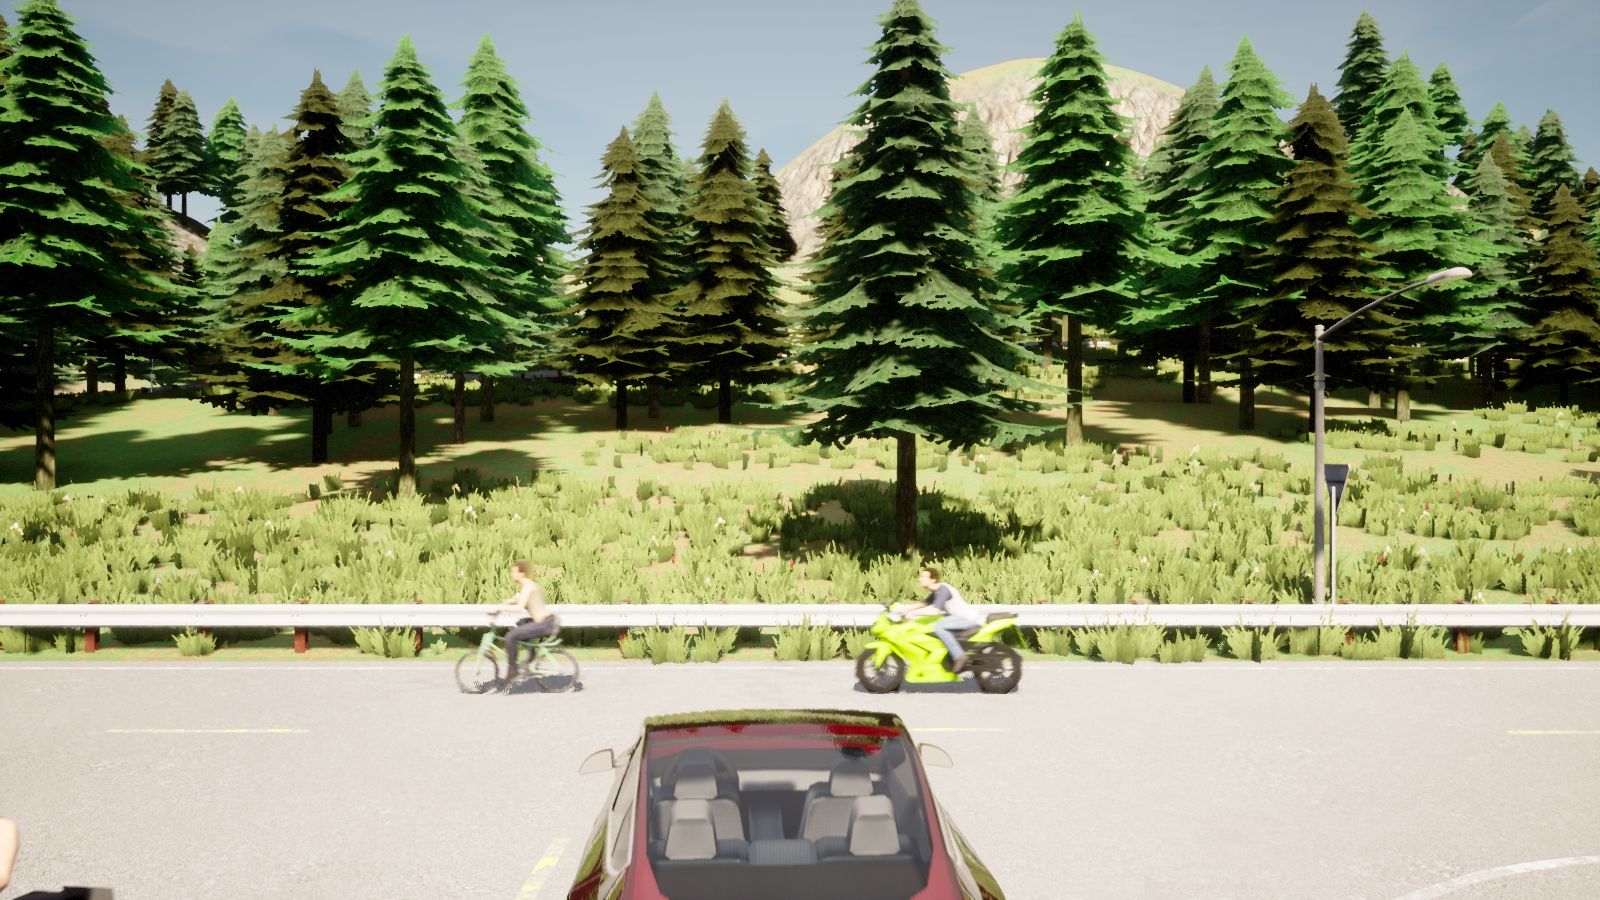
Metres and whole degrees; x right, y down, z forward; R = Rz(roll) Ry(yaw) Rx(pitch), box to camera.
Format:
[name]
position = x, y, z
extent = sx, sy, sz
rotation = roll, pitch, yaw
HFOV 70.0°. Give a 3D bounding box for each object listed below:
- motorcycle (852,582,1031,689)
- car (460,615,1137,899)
[motorcycle]
position = 1.659, 2.197, 13.638
extent = 2.033, 1.145, 0.803
rotation = 0, 0, 0
[car]
position = -0.143, 1.941, 6.029
extent = 2.163, 1.488, 4.792
rotation = 0, -1, -4
